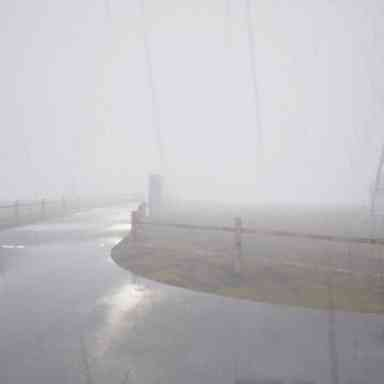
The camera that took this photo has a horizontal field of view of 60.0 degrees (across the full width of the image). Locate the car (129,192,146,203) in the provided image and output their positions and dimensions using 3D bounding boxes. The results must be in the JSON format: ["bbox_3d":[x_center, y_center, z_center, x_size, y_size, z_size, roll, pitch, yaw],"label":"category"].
[{"bbox_3d":[-8.570,0.809,52.465,2.097,1.767,4.553,0,0,-2],"label":"car"}]
